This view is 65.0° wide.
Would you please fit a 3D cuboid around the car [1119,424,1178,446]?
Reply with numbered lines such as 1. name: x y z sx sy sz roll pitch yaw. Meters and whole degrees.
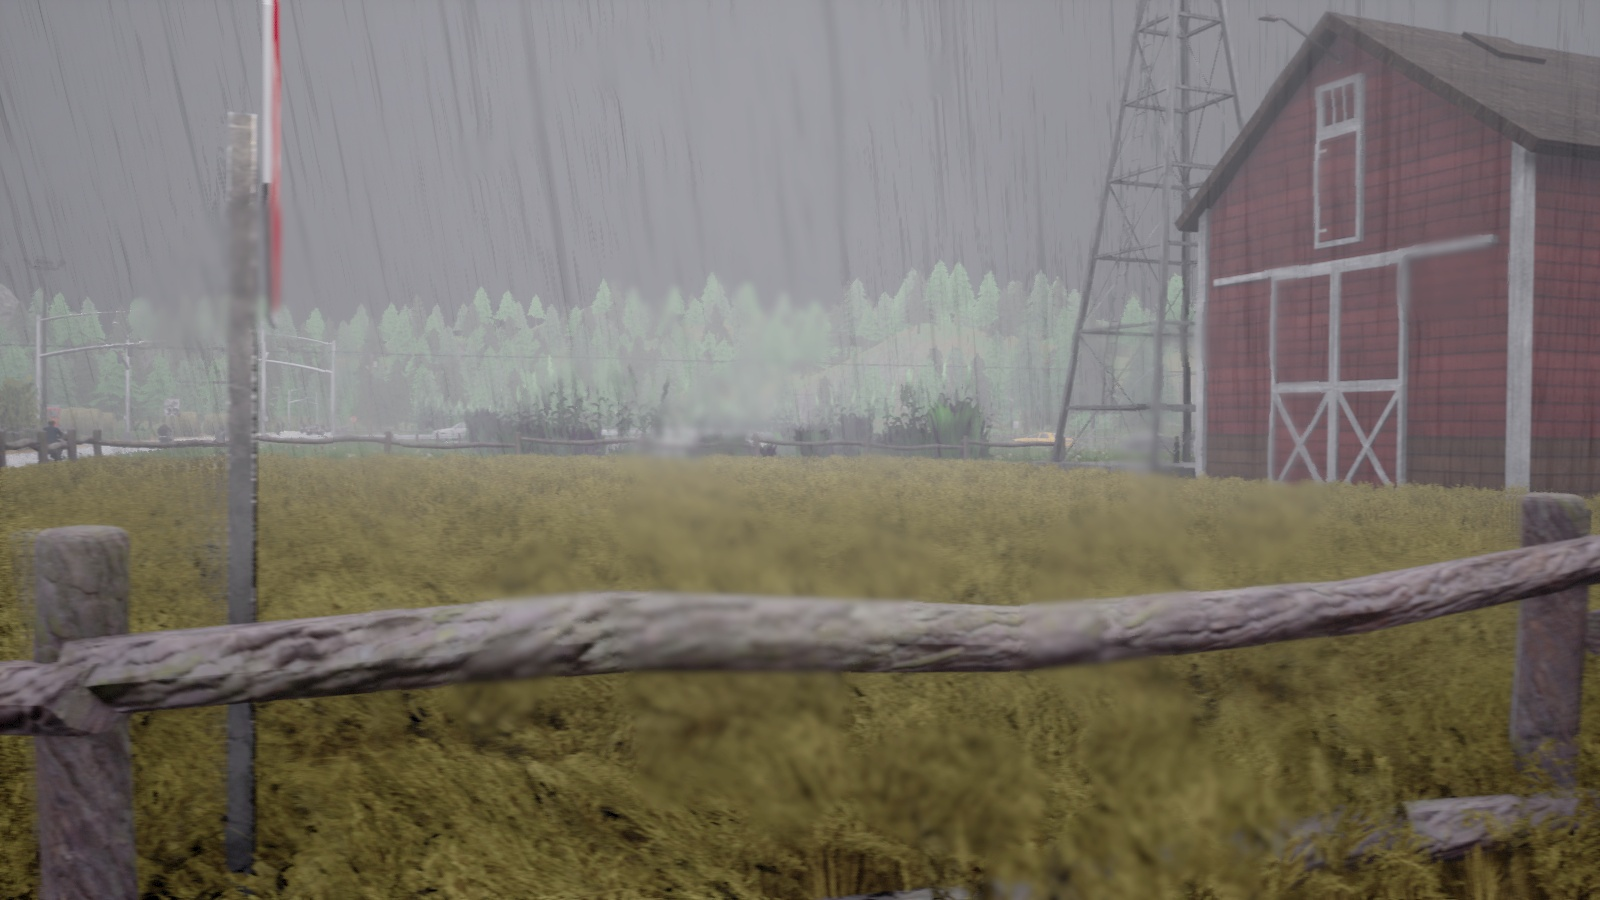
1. car: 25.424 -1.055 91.875 1.882 1.535 5.008 -1 0 -15

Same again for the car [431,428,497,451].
1. car: -25.318 -0.834 94.766 4.674 1.442 1.812 -4 2 -15
